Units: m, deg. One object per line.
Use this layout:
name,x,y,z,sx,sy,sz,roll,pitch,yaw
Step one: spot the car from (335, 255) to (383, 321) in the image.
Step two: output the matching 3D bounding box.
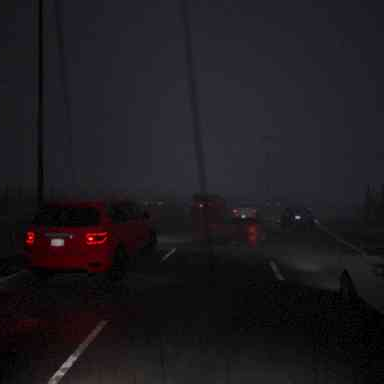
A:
car,3.907,1.598,5.141,1.895,1.301,4.718,0,0,4

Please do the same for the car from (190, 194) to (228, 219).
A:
car,1.546,1.162,28.439,2.150,2.045,5.566,0,0,18

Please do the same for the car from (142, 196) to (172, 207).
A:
car,-5.091,1.359,48.847,1.882,1.535,5.008,0,0,28

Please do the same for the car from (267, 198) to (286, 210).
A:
car,10.672,1.481,40.873,2.033,1.411,5.357,0,0,27

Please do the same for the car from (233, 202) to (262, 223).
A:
car,4.274,1.480,25.378,1.812,1.442,4.674,0,0,17

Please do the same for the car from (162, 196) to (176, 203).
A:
car,-3.320,1.264,35.912,2.097,1.767,4.553,0,0,22

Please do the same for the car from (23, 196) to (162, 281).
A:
car,-2.634,1.193,9.964,2.150,2.045,5.566,0,0,7

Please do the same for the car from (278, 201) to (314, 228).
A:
car,6.972,1.531,22.192,1.994,1.385,4.181,0,0,15

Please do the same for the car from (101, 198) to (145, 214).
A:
car,-7.205,1.453,35.618,2.033,1.411,5.357,0,0,21
